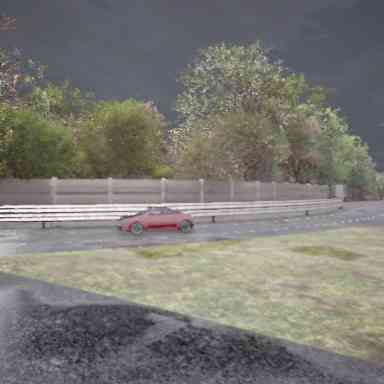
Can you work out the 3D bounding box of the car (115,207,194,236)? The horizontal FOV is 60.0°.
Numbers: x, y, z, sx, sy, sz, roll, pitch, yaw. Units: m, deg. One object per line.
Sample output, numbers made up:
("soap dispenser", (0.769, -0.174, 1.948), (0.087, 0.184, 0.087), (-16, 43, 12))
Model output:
("car", (-2.011, 1.505, 18.091), (4.181, 1.385, 1.994), (0, 0, -24))
